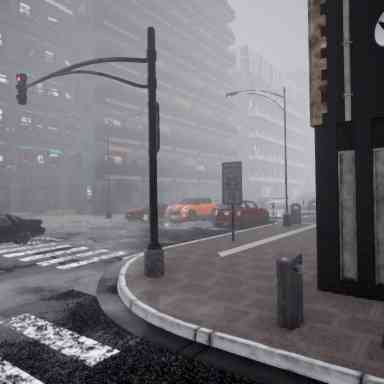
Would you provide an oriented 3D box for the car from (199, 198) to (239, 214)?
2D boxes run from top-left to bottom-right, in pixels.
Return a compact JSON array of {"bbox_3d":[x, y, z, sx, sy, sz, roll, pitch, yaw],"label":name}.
[{"bbox_3d":[2.842,1.384,33.871,2.008,1.369,4.403,-1,0,36],"label":"car"}]

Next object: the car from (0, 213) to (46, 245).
[{"bbox_3d":[-8.311,1.524,12.829,2.033,1.411,5.357,-1,0,25],"label":"car"}]

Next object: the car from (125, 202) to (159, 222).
[{"bbox_3d":[-3.176,1.459,25.755,1.887,1.381,4.507,-1,0,36],"label":"car"}]

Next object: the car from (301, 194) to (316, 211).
[{"bbox_3d":[12.950,1.196,33.521,1.947,1.339,4.313,-1,0,36],"label":"car"}]

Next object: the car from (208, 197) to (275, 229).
[{"bbox_3d":[3.042,1.201,19.718,1.967,1.590,4.097,-1,0,36],"label":"car"}]

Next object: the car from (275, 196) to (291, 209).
[{"bbox_3d":[10.356,1.238,39.774,1.812,1.442,4.674,-1,0,36],"label":"car"}]

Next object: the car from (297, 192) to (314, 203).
[{"bbox_3d":[19.502,0.931,56.773,2.192,1.841,5.009,-1,0,36],"label":"car"}]

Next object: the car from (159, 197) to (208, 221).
[{"bbox_3d":[-0.010,1.201,25.566,2.097,1.767,4.553,-1,0,36],"label":"car"}]

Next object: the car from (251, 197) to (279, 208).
[{"bbox_3d":[9.508,1.311,43.032,1.947,1.339,4.313,-1,0,36],"label":"car"}]
